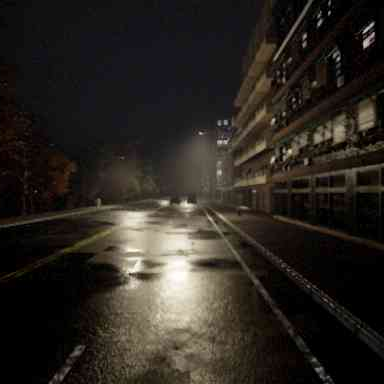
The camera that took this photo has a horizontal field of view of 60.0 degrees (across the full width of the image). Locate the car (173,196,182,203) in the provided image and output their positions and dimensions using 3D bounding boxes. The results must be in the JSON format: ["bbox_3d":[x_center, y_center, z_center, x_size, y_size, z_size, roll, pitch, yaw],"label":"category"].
[{"bbox_3d":[-3.262,1.599,74.248,1.837,1.490,4.892,0,0,0],"label":"car"}]

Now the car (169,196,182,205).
[{"bbox_3d":[-3.260,1.727,63.824,1.837,1.490,4.892,0,0,0],"label":"car"}]

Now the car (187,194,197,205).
[{"bbox_3d":[-0.010,1.704,63.826,1.882,1.535,5.008,0,0,0],"label":"car"}]
